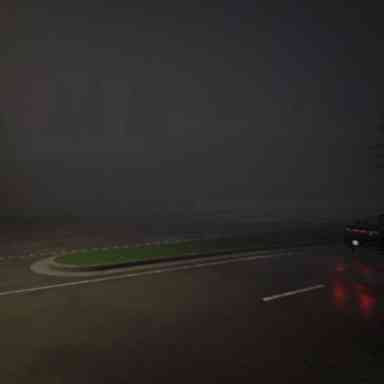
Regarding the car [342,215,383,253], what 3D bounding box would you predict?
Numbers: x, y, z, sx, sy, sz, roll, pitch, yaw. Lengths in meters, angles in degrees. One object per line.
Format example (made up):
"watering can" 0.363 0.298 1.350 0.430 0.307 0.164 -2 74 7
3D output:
"car" 8.076 1.619 12.836 4.902 1.511 2.128 0 0 -23
